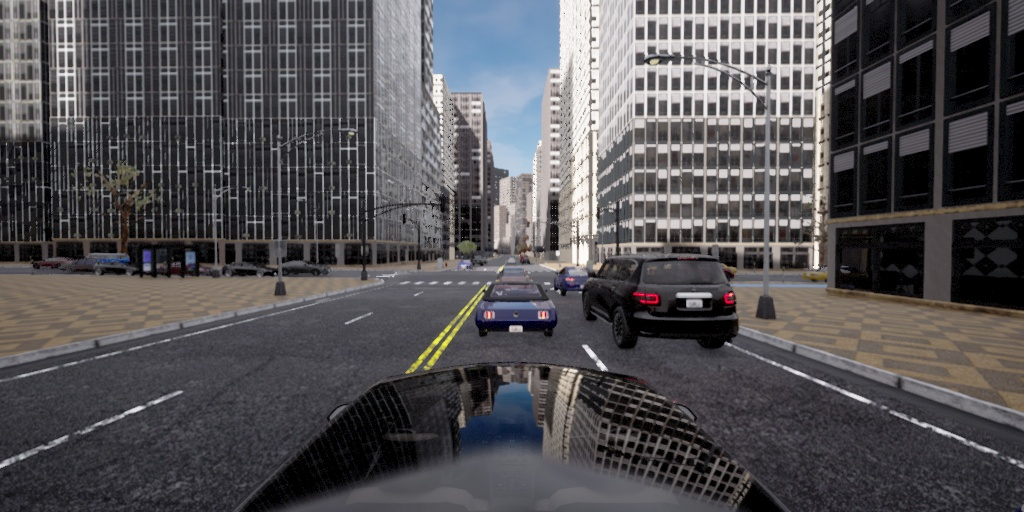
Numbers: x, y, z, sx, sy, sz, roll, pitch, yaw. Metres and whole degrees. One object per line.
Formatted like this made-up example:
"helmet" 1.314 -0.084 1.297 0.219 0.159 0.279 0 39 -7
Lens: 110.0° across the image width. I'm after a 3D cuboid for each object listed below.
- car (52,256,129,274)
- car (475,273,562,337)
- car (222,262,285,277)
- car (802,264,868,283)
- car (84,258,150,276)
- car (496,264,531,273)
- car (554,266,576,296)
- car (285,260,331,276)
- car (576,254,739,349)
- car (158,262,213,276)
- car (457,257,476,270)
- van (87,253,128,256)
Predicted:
"car" -39.710 0.949 34.241 5.357 1.411 2.033 1 1 1
"car" 0.090 1.345 10.240 1.895 1.301 4.718 0 0 0
"car" -22.773 1.167 31.208 4.313 1.339 1.948 0 0 1
"car" 27.601 1.572 30.556 4.829 1.417 1.751 0 0 1
"car" -34.138 1.062 31.498 4.313 1.339 1.948 0 0 1
"car" 0.078 1.301 18.977 1.994 1.385 4.181 0 0 0
"car" 3.326 1.263 18.971 1.812 1.442 4.674 0 0 0
"car" -19.610 1.111 33.859 4.674 1.442 1.812 1 1 0
"car" 3.341 0.966 9.280 2.150 2.045 5.566 0 0 0
"car" -28.457 1.131 31.333 4.207 1.307 1.802 0 0 1
"car" -6.659 1.230 51.262 1.812 1.442 4.674 0 0 -2
"van" -45.342 0.596 40.142 3.998 1.789 1.690 0 0 1
